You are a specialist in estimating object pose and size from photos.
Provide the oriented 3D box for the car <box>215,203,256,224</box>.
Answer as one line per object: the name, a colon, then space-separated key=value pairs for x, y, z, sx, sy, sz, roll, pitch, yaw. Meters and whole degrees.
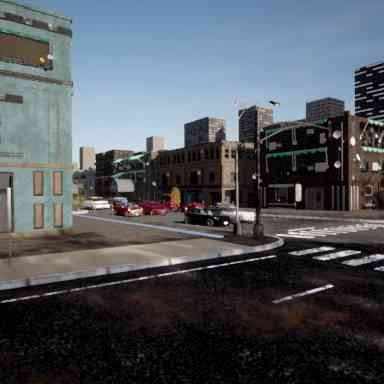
car: x=3.249 y=1.820 z=26.553 sx=1.895 sy=1.301 sz=4.718 roll=-1 pitch=0 yaw=-36

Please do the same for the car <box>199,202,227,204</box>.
car: x=3.145 y=1.806 z=36.634 sx=2.008 sy=1.369 sz=4.403 roll=-2 pitch=0 yaw=-36

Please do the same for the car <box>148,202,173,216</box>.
car: x=-4.535 y=1.850 z=37.437 sx=1.882 sy=1.535 sz=5.008 roll=-1 pitch=0 yaw=-36

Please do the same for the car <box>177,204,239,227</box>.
car: x=1.084 y=1.812 z=24.902 sx=1.947 sy=1.339 sz=4.313 roll=-2 pitch=0 yaw=-36

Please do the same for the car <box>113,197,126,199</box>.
car: x=-12.872 y=2.052 z=54.591 sx=1.837 sy=1.490 sz=4.892 roll=-1 pitch=0 yaw=-36

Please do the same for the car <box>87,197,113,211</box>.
car: x=-14.735 y=1.791 z=51.819 sx=2.150 sy=2.045 sz=5.566 roll=-1 pitch=-1 yaw=-35

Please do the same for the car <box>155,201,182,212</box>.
car: x=-3.293 y=1.962 z=45.638 sx=1.802 sy=1.307 sz=4.206 roll=-2 pitch=0 yaw=-36

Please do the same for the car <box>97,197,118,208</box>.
car: x=-16.180 y=1.936 z=63.646 sx=2.192 sy=1.841 sz=5.009 roll=-1 pitch=0 yaw=-36

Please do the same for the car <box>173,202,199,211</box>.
car: x=-0.074 y=1.900 z=41.136 sx=1.802 sy=1.307 sz=4.206 roll=-2 pitch=0 yaw=-36

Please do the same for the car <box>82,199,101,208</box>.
car: x=-19.206 y=2.155 z=63.449 sx=2.128 sy=1.511 sz=4.902 roll=-1 pitch=0 yaw=-36

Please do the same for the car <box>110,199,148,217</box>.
car: x=-6.892 y=1.844 z=36.259 sx=1.967 sy=1.590 sz=4.097 roll=-1 pitch=0 yaw=-36

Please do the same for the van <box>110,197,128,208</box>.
van: x=-12.960 y=1.903 z=59.144 sx=1.690 sy=1.788 sz=3.998 roll=-1 pitch=0 yaw=-36
